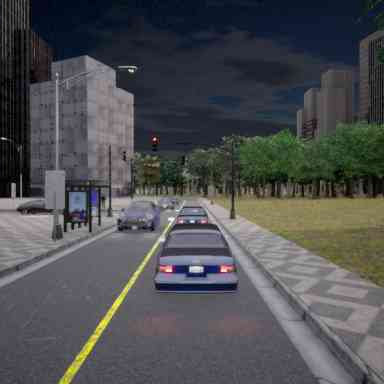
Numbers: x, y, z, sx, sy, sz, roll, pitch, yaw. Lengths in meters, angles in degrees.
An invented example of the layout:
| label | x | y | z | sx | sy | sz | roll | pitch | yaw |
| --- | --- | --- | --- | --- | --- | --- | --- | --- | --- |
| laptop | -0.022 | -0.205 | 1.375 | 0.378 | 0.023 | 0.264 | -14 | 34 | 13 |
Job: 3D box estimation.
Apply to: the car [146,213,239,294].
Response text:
| label | x | y | z | sx | sy | sz | roll | pitch | yaw |
| --- | --- | --- | --- | --- | --- | --- | --- | --- | --- |
| car | 0.084 | 1.545 | 8.952 | 2.033 | 1.411 | 5.357 | 0 | 0 | 0 |

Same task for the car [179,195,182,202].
| label | x | y | z | sx | sy | sz | roll | pitch | yaw |
| --- | --- | --- | --- | --- | --- | --- | --- | --- | --- |
| car | -3.146 | 1.506 | 53.532 | 1.994 | 1.385 | 4.181 | 0 | 0 | 0 |

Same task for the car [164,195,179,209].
| label | x | y | z | sx | sy | sz | roll | pitch | yaw |
| --- | --- | --- | --- | --- | --- | --- | --- | --- | --- |
| car | -3.138 | 1.455 | 40.912 | 2.128 | 1.511 | 4.902 | 0 | 0 | 0 |

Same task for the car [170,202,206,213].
| label | x | y | z | sx | sy | sz | roll | pitch | yaw |
| --- | --- | --- | --- | --- | --- | --- | --- | --- | --- |
| car | 0.058 | 1.538 | 19.287 | 2.033 | 1.411 | 5.357 | 0 | 0 | 1 |

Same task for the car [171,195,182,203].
| label | x | y | z | sx | sy | sz | roll | pitch | yaw |
| --- | --- | --- | --- | --- | --- | --- | --- | --- | --- |
| car | -3.100 | 1.409 | 68.784 | 2.128 | 1.511 | 4.902 | 0 | 0 | 0 |

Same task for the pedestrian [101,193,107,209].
| label | x | y | z | sx | sy | sz | roll | pitch | yaw |
| --- | --- | --- | --- | --- | --- | --- | --- | --- | --- |
| pedestrian | -10.122 | 1.051 | 38.143 | 0.375 | 1.860 | 0.375 | 0 | 0 | 1 |

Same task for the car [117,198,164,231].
| label | x | y | z | sx | sy | sz | roll | pitch | yaw |
| --- | --- | --- | --- | --- | --- | --- | --- | --- | --- |
| car | -3.120 | 1.342 | 20.246 | 2.097 | 1.767 | 4.553 | 0 | 0 | 0 |

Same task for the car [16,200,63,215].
| label | x | y | z | sx | sy | sz | roll | pitch | yaw |
| --- | --- | --- | --- | --- | --- | --- | --- | --- | --- |
| car | -14.381 | 1.478 | 32.032 | 4.674 | 1.442 | 1.812 | 0 | 0 | 2 |
